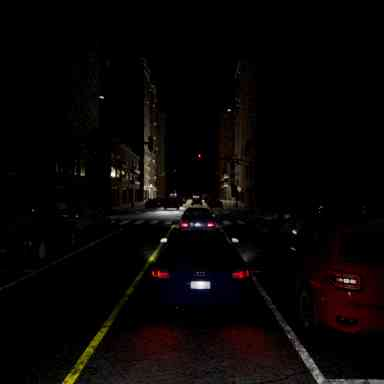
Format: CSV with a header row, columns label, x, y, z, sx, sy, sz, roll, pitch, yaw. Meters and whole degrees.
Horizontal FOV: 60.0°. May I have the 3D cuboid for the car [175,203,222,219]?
label,x,y,z,sx,sy,sz,roll,pitch,yaw
car,0.269,1.551,17.776,2.033,1.411,5.357,0,0,0

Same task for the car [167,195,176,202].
label,x,y,z,sx,sy,sz,roll,pitch,yaw
car,-4.857,1.465,79.004,1.967,1.590,4.097,1,0,1

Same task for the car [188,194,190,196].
label,x,y,z,sx,sy,sz,roll,pitch,yaw
car,-2.085,1.562,72.847,2.033,1.411,5.357,0,0,1

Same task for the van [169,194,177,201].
label,x,y,z,sx,sy,sz,roll,pitch,yaw
van,-4.784,1.370,84.677,1.690,1.788,3.998,1,0,1

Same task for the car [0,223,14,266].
label,x,y,z,sx,sy,sz,roll,pitch,yaw
car,-5.776,1.527,6.534,1.752,1.417,4.829,1,0,1

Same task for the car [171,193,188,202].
label,x,y,z,sx,sy,sz,roll,pitch,yaw
car,-2.283,1.368,62.248,2.097,1.767,4.553,0,0,1

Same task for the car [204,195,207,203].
label,x,y,z,sx,sy,sz,roll,pitch,yaw
car,3.379,1.596,56.199,1.802,1.307,4.206,1,0,1

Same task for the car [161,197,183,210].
label,x,y,z,sx,sy,sz,roll,pitch,yaw
car,-2.559,1.611,43.176,1.895,1.301,4.718,0,0,1

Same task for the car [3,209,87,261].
label,x,y,z,sx,sy,sz,roll,pitch,yaw
car,-5.703,1.547,12.328,1.887,1.381,4.507,1,0,1

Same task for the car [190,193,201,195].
label,x,y,z,sx,sy,sz,roll,pitch,yaw
car,1.068,1.625,84.928,1.895,1.301,4.718,0,0,1

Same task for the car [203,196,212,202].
label,x,y,z,sx,sy,sz,roll,pitch,yaw
car,3.666,1.607,78.890,1.802,1.307,4.206,1,0,1

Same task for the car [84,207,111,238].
label,x,y,z,sx,sy,sz,roll,pitch,yaw
car,-5.634,1.529,17.782,1.752,1.417,4.829,1,0,1

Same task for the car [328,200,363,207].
label,x,y,z,sx,sy,sz,roll,pitch,yaw
car,13.988,1.502,31.920,4.553,1.767,2.097,0,-1,1

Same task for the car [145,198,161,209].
label,x,y,z,sx,sy,sz,roll,pitch,yaw
car,-5.289,1.555,44.970,1.887,1.381,4.507,1,0,1

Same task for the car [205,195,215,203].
label,x,y,z,sx,sy,sz,roll,pitch,yaw
car,3.307,1.594,50.526,1.802,1.307,4.206,1,0,1

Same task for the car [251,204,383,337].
label,x,y,z,sx,sy,sz,roll,pitch,yaw
car,2.753,1.316,6.587,2.192,1.841,5.009,1,0,1

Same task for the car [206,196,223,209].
label,x,y,z,sx,sy,sz,roll,pitch,yaw
car,3.235,1.592,44.853,1.802,1.307,4.206,1,0,1

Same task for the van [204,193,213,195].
label,x,y,z,sx,sy,sz,roll,pitch,yaw
van,3.453,1.357,61.872,1.690,1.788,3.998,1,0,1

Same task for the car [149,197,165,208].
label,x,y,z,sx,sy,sz,roll,pitch,yaw
car,-5.218,1.556,50.642,1.887,1.381,4.507,1,0,1

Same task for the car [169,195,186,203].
label,x,y,z,sx,sy,sz,roll,pitch,yaw
car,-2.433,1.613,52.607,1.895,1.301,4.718,0,0,1

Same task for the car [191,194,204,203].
label,x,y,z,sx,sy,sz,roll,pitch,yaw
car,0.821,1.562,57.363,2.033,1.411,5.357,0,0,1

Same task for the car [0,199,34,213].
label,x,y,z,sx,sy,sz,roll,pitch,yaw
car,-16.425,1.342,29.272,4.902,1.511,2.128,1,-1,1

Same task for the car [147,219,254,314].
label,x,y,z,sx,sy,sz,roll,pitch,yaw
car,0.175,1.566,7.712,1.994,1.385,4.181,0,0,1
